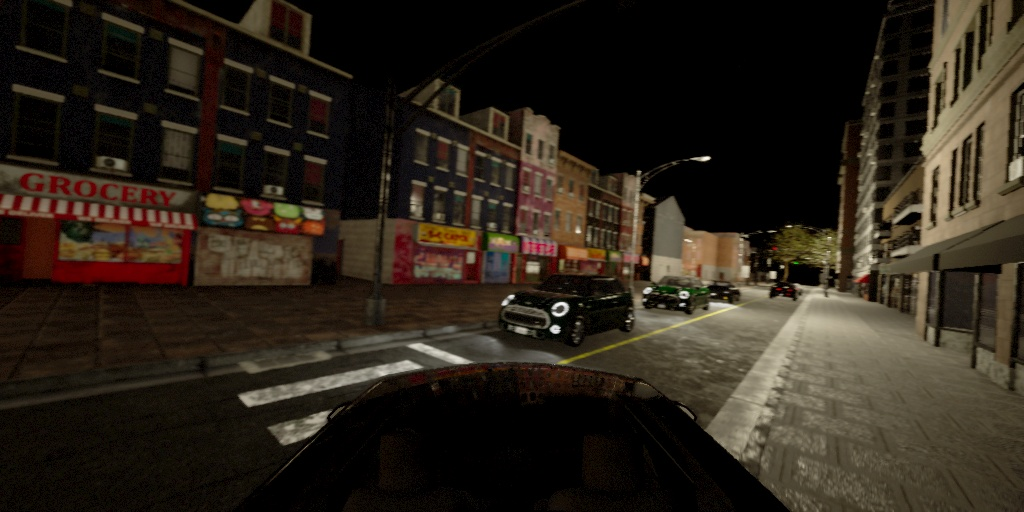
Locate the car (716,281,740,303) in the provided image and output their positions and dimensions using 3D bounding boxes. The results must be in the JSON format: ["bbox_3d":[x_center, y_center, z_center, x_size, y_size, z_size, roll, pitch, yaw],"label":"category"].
[{"bbox_3d":[14.589,2.451,25.113,1.994,1.385,4.181,4,0,41],"label":"car"}]

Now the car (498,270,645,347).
[{"bbox_3d":[1.711,1.259,10.078,2.097,1.767,4.553,4,0,41],"label":"car"}]

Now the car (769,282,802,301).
[{"bbox_3d":[24.241,3.103,31.941,1.837,1.490,4.892,4,0,41],"label":"car"}]

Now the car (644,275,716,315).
[{"bbox_3d":[8.116,1.746,17.560,2.097,1.767,4.553,4,0,41],"label":"car"}]
